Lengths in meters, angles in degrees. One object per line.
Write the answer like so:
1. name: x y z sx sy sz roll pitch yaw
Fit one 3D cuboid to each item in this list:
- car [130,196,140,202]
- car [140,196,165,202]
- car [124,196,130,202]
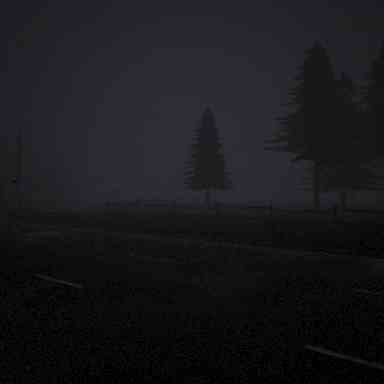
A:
1. car: -11.202 1.586 76.368 2.128 1.511 4.902 0 0 35
2. car: -8.370 1.597 74.310 2.033 1.411 5.357 0 0 35
3. car: -14.034 1.588 78.425 1.812 1.442 4.674 0 0 35
